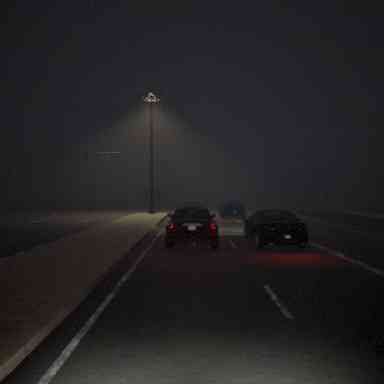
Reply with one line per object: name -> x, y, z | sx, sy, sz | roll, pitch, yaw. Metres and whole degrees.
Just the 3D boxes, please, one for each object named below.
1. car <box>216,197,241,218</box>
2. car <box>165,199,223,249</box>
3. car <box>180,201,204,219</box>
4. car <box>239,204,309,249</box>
car -> 3.500, 1.484, 29.618 | 1.882, 1.535, 5.008 | 0, 0, 0
car -> 0.000, 1.365, 14.588 | 2.097, 1.767, 4.553 | 0, 0, 0
car -> 0.000, 1.571, 29.618 | 1.994, 1.385, 4.181 | 0, 0, 0
car -> 3.500, 1.484, 14.618 | 1.882, 1.535, 5.008 | 0, 0, 0
